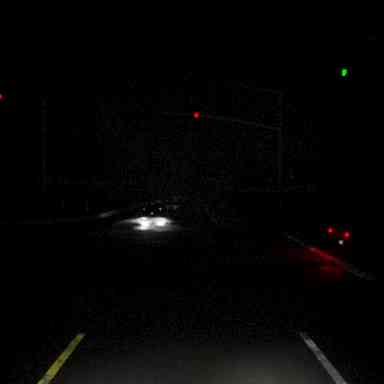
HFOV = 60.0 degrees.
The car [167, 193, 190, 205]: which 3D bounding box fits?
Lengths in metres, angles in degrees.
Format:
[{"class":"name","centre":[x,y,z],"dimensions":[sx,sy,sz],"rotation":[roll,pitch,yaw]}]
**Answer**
[{"class":"car","centre":[-2.321,1.190,57.283],"dimensions":[2.150,2.045,5.566],"rotation":[-1,-1,28]}]

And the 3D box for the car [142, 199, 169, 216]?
[{"class":"car","centre":[-3.558,1.587,31.793],"dimensions":[1.895,1.301,4.718],"rotation":[0,0,0]}]

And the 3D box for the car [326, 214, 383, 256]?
[{"class":"car","centre":[7.279,1.408,11.385],"dimensions":[4.718,1.301,1.895],"rotation":[0,0,-1]}]
